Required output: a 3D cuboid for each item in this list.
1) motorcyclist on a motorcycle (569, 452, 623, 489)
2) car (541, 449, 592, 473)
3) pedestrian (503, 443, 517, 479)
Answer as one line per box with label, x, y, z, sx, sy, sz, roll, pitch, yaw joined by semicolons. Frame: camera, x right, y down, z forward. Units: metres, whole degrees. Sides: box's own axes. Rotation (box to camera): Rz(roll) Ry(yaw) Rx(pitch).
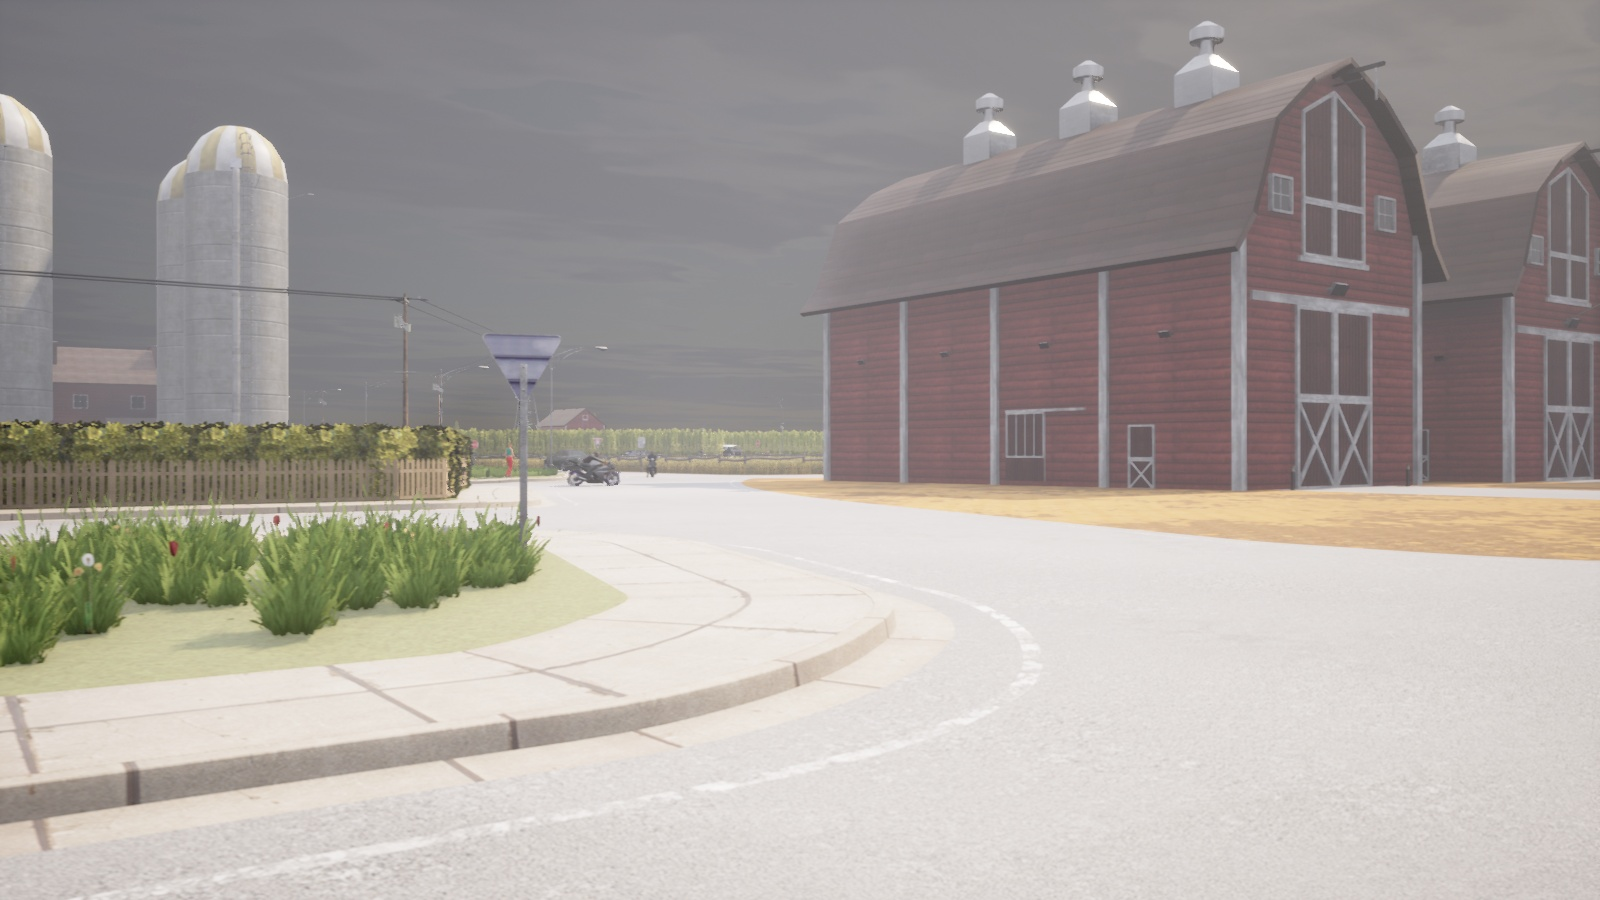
motorcyclist on a motorcycle;-8.665;0.867;53.242;2.191;1.530;0.866;0;-2;-13
car;-17.761;0.831;95.217;2.097;1.767;4.553;0;0;-35
pedestrian;-14.864;0.561;64.289;0.345;1.836;0.594;0;0;39
